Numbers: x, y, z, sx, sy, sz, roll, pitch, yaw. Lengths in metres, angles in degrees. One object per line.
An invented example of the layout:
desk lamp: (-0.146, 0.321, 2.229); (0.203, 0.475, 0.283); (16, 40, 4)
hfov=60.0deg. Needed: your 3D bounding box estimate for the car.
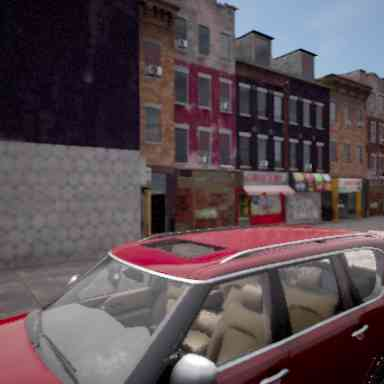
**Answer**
car: (0.063, 1.318, 2.863); (5.009, 1.841, 2.192); (0, -1, -35)
